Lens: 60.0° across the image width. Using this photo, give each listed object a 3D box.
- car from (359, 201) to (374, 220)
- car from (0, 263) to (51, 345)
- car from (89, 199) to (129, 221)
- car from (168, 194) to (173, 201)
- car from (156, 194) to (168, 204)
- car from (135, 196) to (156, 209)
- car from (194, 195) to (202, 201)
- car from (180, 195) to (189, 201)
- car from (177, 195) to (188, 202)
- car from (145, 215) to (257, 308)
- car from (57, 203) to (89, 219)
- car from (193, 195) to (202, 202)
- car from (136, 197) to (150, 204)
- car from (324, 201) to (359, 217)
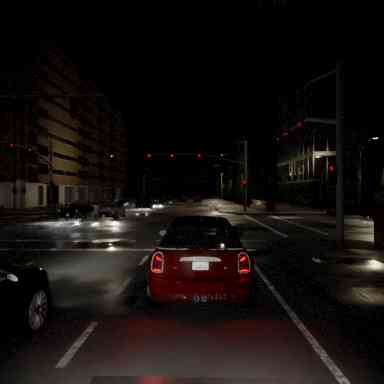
[{"bbox_3d":[16.693,1.603,26.473,5.357,1.411,2.033,0,0,1],"label":"car"},{"bbox_3d":[-3.396,1.492,3.880,2.128,1.511,4.902,0,0,1],"label":"car"},{"bbox_3d":[-6.795,1.552,27.908,1.812,1.442,4.674,0,0,0],"label":"car"},{"bbox_3d":[-5.654,1.170,77.354,2.097,1.767,4.553,0,0,2],"label":"car"},{"bbox_3d":[-6.198,1.493,61.271,2.128,1.511,4.902,0,0,2],"label":"car"},{"bbox_3d":[-6.630,1.563,46.139,1.994,1.385,4.181,0,0,1],"label":"car"},{"bbox_3d":[1.547,1.478,83.984,1.882,1.535,5.008,0,0,2],"label":"car"},{"bbox_3d":[-1.956,1.540,83.937,2.033,1.411,5.357,0,0,2],"label":"car"},{"bbox_3d":[-2.253,1.524,73.850,2.128,1.511,4.902,0,0,2],"label":"car"},{"bbox_3d":[0.220,1.352,8.109,2.097,1.767,4.553,0,0,2],"label":"car"},{"bbox_3d":[-10.286,1.629,29.756,1.895,1.301,4.718,0,0,0],"label":"car"},{"bbox_3d":[1.246,1.478,73.830,1.882,1.535,5.008,0,0,2],"label":"car"},{"bbox_3d":[-9.561,1.601,64.926,1.895,1.301,4.718,0,0,2],"label":"car"},{"bbox_3d":[14.506,1.547,30.020,4.902,1.511,2.128,0,0,1],"label":"car"}]
